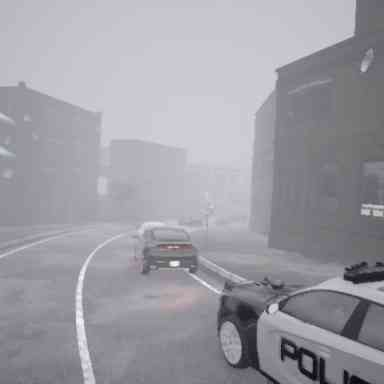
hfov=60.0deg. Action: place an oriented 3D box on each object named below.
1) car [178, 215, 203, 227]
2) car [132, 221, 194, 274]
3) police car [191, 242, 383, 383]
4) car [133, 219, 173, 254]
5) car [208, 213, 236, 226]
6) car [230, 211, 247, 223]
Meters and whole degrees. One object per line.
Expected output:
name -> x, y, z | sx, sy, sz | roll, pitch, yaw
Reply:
car -> -0.147, 3.594, 41.470 | 2.128, 1.511, 4.902 | 3, -2, 22
car -> -1.106, 2.054, 12.527 | 1.837, 1.490, 4.892 | 2, -3, -14
police car -> 2.008, 1.612, 3.720 | 1.930, 1.638, 5.238 | 2, -3, -25
car -> -2.143, 2.327, 18.111 | 1.812, 1.442, 4.674 | 2, -3, -7
car -> 4.143, 4.309, 50.463 | 2.033, 1.411, 5.357 | 4, -2, 35
car -> 7.966, 4.540, 60.999 | 2.150, 2.045, 5.566 | 4, -1, 40
